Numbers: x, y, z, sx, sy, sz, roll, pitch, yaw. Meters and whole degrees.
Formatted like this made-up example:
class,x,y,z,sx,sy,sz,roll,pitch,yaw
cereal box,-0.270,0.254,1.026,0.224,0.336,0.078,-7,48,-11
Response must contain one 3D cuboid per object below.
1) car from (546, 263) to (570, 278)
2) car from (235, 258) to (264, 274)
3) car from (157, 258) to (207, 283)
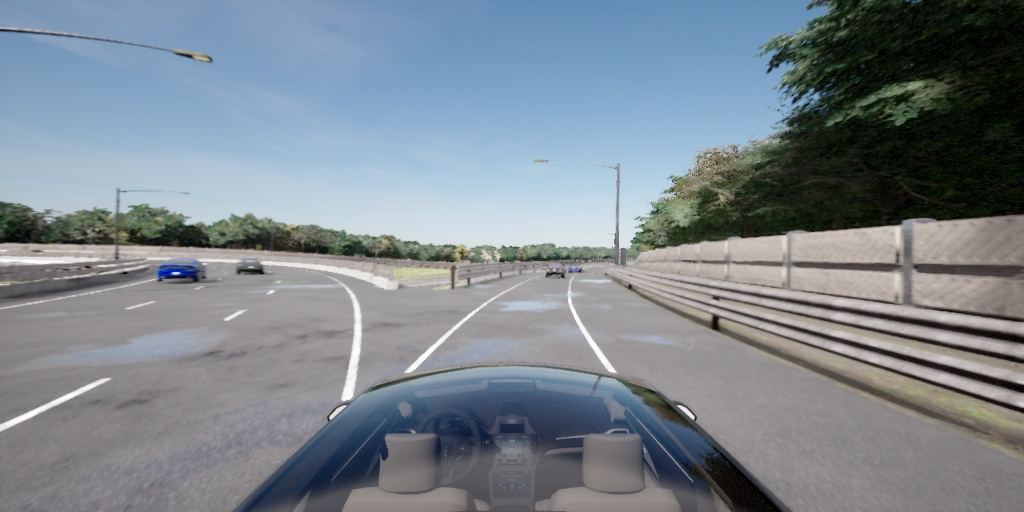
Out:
class,x,y,z,sx,sy,sz,roll,pitch,yaw
car,4.575,1.470,37.047,2.033,1.411,5.357,1,-1,12
car,-23.818,0.902,32.590,1.994,1.385,4.181,1,0,-39
car,-21.523,0.857,23.570,1.882,1.535,5.008,1,0,-34
